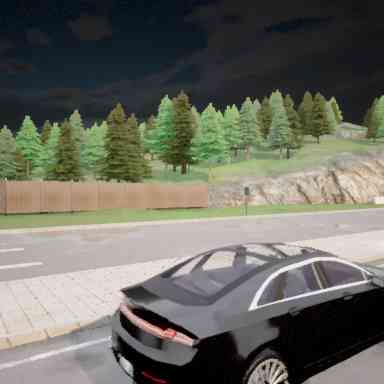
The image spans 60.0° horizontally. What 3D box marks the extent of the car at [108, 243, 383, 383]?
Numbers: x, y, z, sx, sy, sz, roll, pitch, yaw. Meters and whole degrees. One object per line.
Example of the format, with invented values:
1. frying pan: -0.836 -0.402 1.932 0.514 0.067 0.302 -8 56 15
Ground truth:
1. car: 1.322 1.490 4.687 4.902 1.511 2.128 0 0 -35
